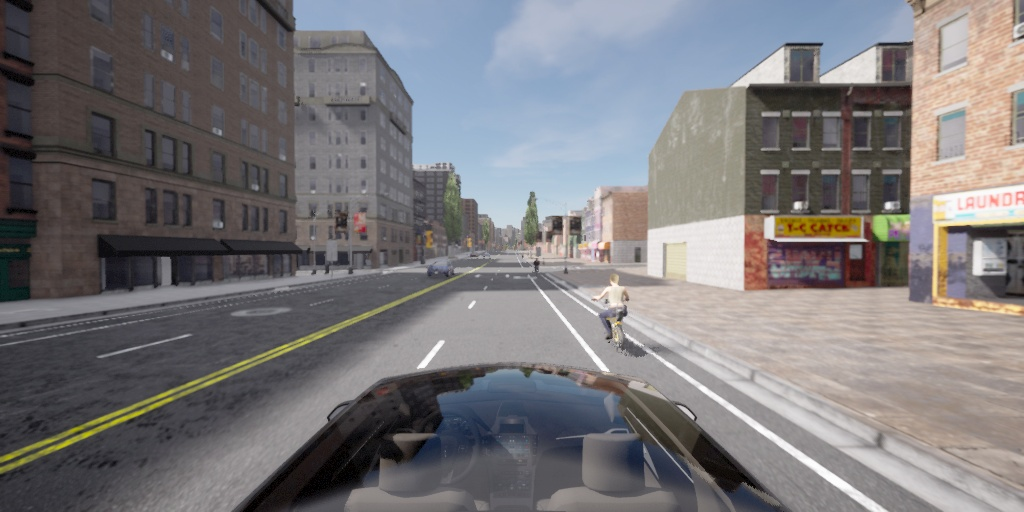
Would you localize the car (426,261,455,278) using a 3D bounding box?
[{"bbox_3d":[-6.514,1.184,33.205,1.812,1.442,4.674,0,0,0],"label":"car"}]

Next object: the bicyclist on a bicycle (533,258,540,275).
[{"bbox_3d":[2.249,1.031,32.970,0.659,1.776,1.843,0,0,0],"label":"bicyclist on a bicycle"}]

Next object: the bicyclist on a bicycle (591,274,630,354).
[{"bbox_3d":[2.185,1.182,7.763,0.866,1.612,1.509,0,0,0],"label":"bicyclist on a bicycle"}]
